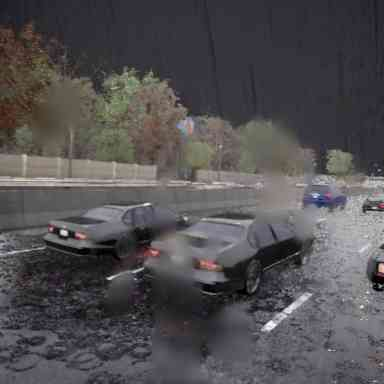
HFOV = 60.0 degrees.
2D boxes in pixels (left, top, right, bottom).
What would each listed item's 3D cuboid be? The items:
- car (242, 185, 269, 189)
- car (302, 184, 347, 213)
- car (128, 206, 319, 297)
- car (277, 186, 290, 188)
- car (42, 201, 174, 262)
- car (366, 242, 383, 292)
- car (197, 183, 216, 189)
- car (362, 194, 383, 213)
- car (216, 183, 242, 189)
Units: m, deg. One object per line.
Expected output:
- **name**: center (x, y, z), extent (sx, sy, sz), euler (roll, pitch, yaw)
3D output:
- **car**: center (9.939, -0.382, 49.089), extent (2.033, 1.411, 5.357), euler (4, 3, 37)
- **car**: center (10.459, 0.403, 26.045), extent (2.150, 2.045, 5.566), euler (4, 3, 36)
- **car**: center (1.267, 1.203, 7.848), extent (2.033, 1.411, 5.357), euler (4, 3, 36)
- **car**: center (13.166, -0.155, 47.580), extent (1.994, 1.385, 4.181), euler (4, 3, 37)
- **car**: center (-1.546, 0.986, 9.921), extent (2.033, 1.411, 5.357), euler (4, 3, 36)
- **car**: center (5.360, 1.447, 7.501), extent (1.895, 1.301, 4.718), euler (4, 3, 36)
- **car**: center (2.780, -0.732, 51.182), extent (1.895, 1.301, 4.718), euler (4, 3, 37)
- **car**: center (14.305, 0.902, 25.395), extent (1.812, 1.442, 4.674), euler (4, 3, 36)
- **car**: center (6.071, -0.599, 49.753), extent (1.812, 1.442, 4.674), euler (4, 4, 37)
